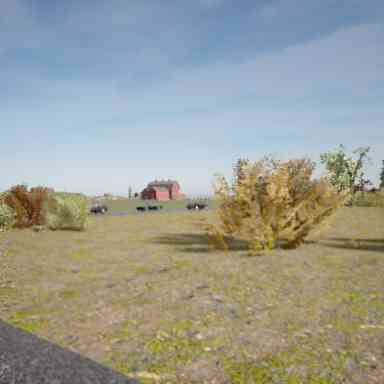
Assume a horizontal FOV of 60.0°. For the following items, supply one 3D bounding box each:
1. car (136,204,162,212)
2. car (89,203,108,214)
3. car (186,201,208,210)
[{"bbox_3d":[-7.082,2.556,54.936,1.895,1.301,4.718,-2,-2,36],"label":"car"},{"bbox_3d":[-13.795,2.322,45.647,2.128,1.511,4.902,-2,-2,36],"label":"car"},{"bbox_3d":[0.925,2.450,59.842,1.837,1.490,4.892,-2,-2,36],"label":"car"}]
